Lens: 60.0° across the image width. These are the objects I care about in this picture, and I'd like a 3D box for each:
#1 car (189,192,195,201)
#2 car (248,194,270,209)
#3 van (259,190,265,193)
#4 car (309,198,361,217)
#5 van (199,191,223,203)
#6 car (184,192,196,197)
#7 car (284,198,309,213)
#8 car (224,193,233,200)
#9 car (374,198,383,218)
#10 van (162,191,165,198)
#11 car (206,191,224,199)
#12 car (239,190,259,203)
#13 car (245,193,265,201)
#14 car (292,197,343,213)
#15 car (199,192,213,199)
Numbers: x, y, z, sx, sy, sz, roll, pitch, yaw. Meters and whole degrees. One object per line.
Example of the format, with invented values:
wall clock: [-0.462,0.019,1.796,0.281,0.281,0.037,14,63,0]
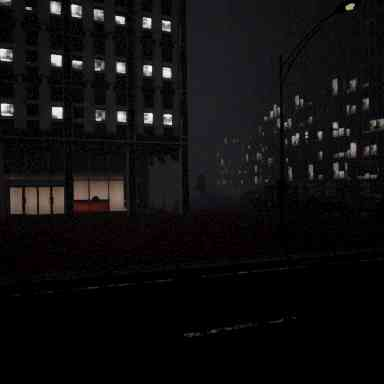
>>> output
car: [-0.733,1.056,66.749,2.008,1.369,4.403,0,1,-20]
car: [8.948,1.332,40.033,1.947,1.339,4.313,0,1,-20]
van: [12.978,0.871,53.595,1.690,1.788,3.998,0,1,-20]
car: [12.769,1.434,29.325,1.947,1.339,4.313,0,1,-20]
van: [3.160,0.952,56.067,1.690,1.788,3.998,0,1,-20]
car: [-0.644,0.711,90.977,2.008,1.369,4.403,0,1,-20]
car: [10.839,1.399,34.674,1.802,1.307,4.206,0,1,-20]
car: [7.141,0.954,69.618,1.802,1.307,4.206,0,1,-20]
car: [16.851,1.216,26.095,2.097,1.767,4.553,-1,1,-21]
van: [-6.572,0.688,82.767,1.690,1.788,3.998,0,1,-20]
car: [5.194,0.634,74.955,2.192,1.841,5.009,0,1,-20]
car: [9.844,0.768,54.603,2.150,2.045,5.566,-1,0,-20]
car: [9.795,1.228,45.430,2.033,1.411,5.357,-1,1,-20]
car: [13.322,1.321,35.739,2.033,1.411,5.357,-1,1,-20]
car: [3.248,0.706,80.296,1.967,1.590,4.097,0,1,-20]
